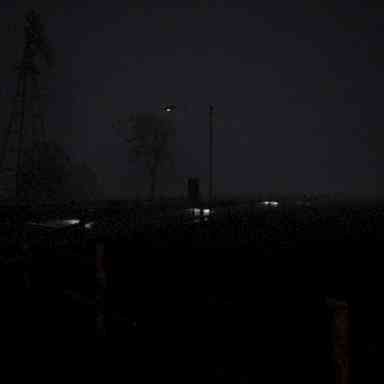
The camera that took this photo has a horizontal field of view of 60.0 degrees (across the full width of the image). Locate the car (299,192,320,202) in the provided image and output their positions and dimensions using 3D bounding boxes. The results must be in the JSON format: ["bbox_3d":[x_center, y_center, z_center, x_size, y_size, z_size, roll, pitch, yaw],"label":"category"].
[{"bbox_3d":[18.959,0.800,54.360,1.812,1.442,4.674,1,2,35],"label":"car"}]

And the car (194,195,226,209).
[{"bbox_3d":[2.153,1.041,37.052,1.812,1.442,4.674,1,1,35],"label":"car"}]

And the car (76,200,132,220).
[{"bbox_3d":[-6.474,1.277,24.888,1.994,1.385,4.181,1,2,35],"label":"car"}]

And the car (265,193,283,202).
[{"bbox_3d":[13.085,0.837,52.326,1.994,1.385,4.181,1,1,36],"label":"car"}]

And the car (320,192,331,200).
[{"bbox_3d":[24.757,0.710,62.544,1.994,1.385,4.181,1,1,36],"label":"car"}]
